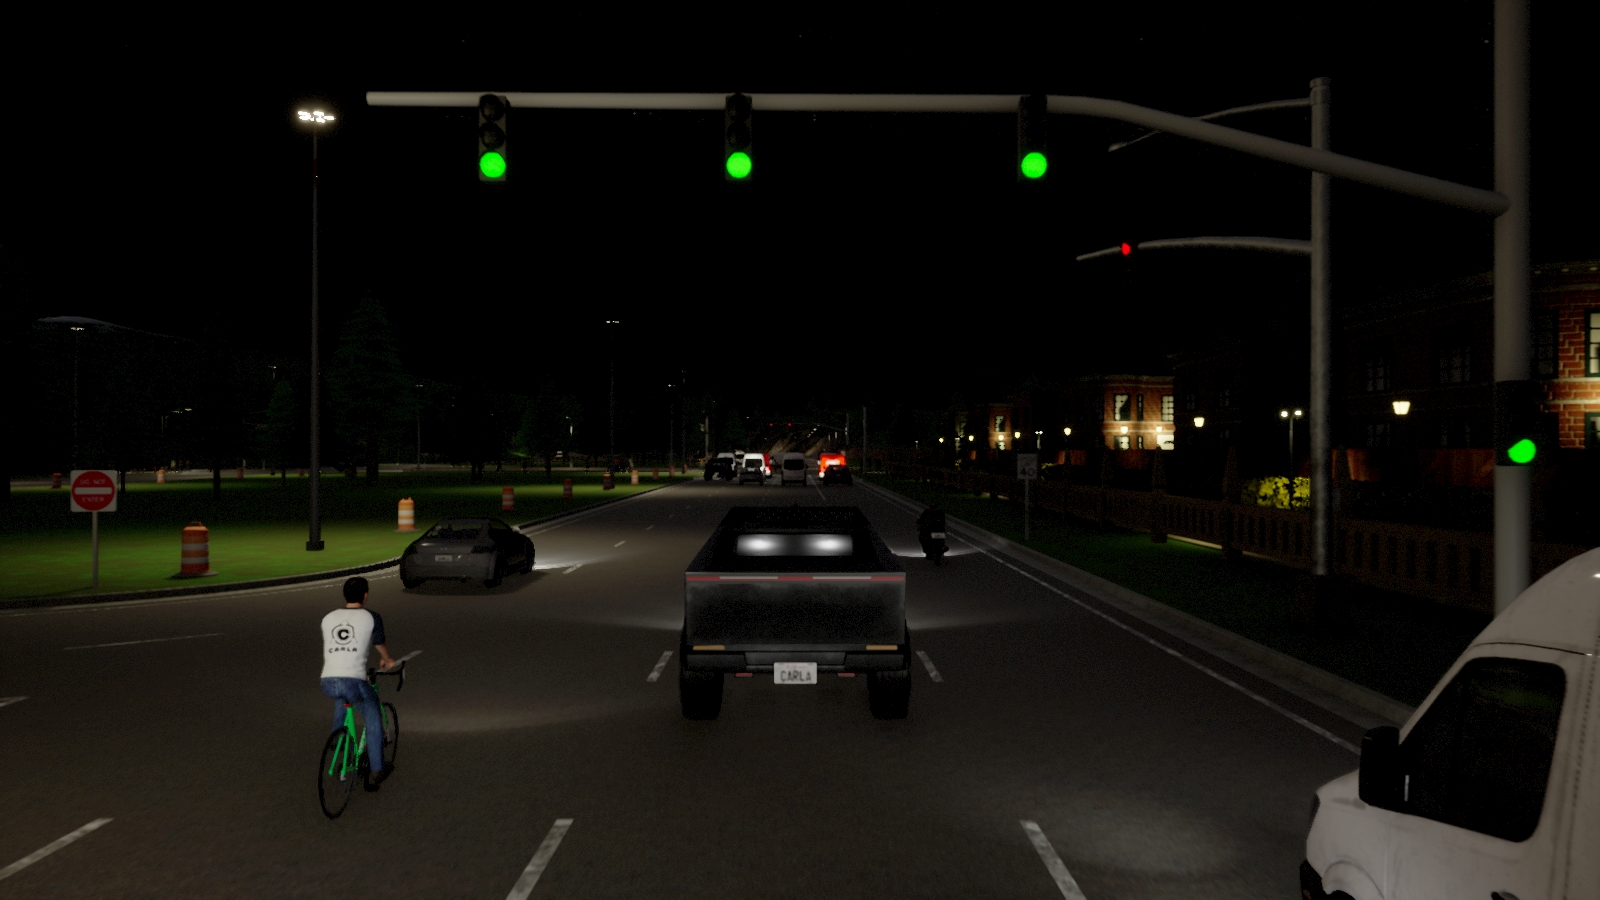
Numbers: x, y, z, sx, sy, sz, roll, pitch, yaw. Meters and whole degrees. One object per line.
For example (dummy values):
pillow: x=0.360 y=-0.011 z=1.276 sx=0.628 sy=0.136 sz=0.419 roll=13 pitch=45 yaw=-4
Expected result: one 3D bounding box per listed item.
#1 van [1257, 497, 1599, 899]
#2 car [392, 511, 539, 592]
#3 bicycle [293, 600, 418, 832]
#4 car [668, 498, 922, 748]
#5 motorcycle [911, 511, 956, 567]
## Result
van: x=3.480 y=1.537 z=3.251 sx=1.988 sy=2.561 sz=5.915 roll=0 pitch=0 yaw=0
car: x=-7.123 y=2.133 z=24.802 sx=1.994 sy=1.385 sz=4.181 roll=0 pitch=0 yaw=0
bicycle: x=-3.535 y=2.062 z=9.204 sx=0.373 sy=1.496 sz=1.643 roll=0 pitch=0 yaw=0
car: x=-0.062 y=1.762 z=13.891 sx=2.390 sy=2.098 sz=6.274 roll=0 pitch=0 yaw=0
motorcycle: x=3.356 y=2.222 z=28.831 sx=0.867 sy=1.251 sz=2.209 roll=0 pitch=0 yaw=0
